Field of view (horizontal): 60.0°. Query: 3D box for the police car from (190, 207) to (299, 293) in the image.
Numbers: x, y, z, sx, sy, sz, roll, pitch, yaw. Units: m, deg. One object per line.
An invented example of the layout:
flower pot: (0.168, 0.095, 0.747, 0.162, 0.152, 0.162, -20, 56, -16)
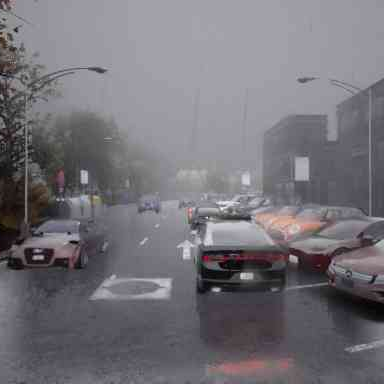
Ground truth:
police car: (1.015, 1.427, 9.026, 1.930, 1.638, 5.238, 0, 0, -1)

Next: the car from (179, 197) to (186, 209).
car: (-0.766, 1.441, 46.848, 2.097, 1.767, 4.553, 0, 0, 0)

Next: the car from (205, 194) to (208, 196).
car: (4.626, 1.446, 46.304, 4.553, 1.767, 2.185, 1, 0, -21)

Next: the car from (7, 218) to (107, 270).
car: (-4.147, 1.567, 10.900, 1.994, 1.385, 4.181, 0, 0, -1)

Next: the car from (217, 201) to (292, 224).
car: (4.737, 1.503, 25.211, 5.366, 1.575, 1.946, 1, 0, -21)

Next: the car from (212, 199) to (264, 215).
car: (4.752, 1.560, 34.271, 4.792, 1.488, 2.163, 1, 0, -21)

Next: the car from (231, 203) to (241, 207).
car: (4.996, 1.538, 19.279, 4.674, 1.452, 2.002, 1, 0, -21)

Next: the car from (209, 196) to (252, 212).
car: (4.655, 1.424, 40.286, 4.553, 1.767, 2.185, 1, 0, -21)

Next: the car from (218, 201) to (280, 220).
car: (4.837, 1.544, 28.271, 4.792, 1.488, 2.163, 1, 0, -21)

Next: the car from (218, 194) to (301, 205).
car: (4.945, 1.251, 22.257, 5.566, 2.045, 2.435, 1, 0, -21)

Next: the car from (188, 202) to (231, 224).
car: (0.854, 1.518, 18.915, 1.837, 1.490, 4.892, 0, 0, -1)

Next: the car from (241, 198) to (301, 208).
car: (5.078, 1.369, 16.284, 4.553, 1.767, 2.185, 1, 0, -21)

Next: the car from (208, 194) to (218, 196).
car: (4.799, 1.270, 31.273, 5.566, 2.045, 2.435, 1, 0, -21)

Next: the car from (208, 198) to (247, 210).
car: (4.640, 1.600, 43.295, 4.674, 1.452, 2.002, 1, 0, -21)

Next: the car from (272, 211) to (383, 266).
car: (5.113, 1.518, 10.262, 4.792, 1.488, 2.163, 1, 0, -21)

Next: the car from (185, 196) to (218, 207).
car: (0.760, 1.373, 24.885, 2.097, 1.767, 4.553, 0, 0, -1)

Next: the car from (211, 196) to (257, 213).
car: (4.701, 1.414, 37.286, 4.553, 1.767, 2.185, 1, 0, -21)

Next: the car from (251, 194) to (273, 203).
car: (16.971, 1.463, 80.560, 2.435, 2.045, 5.566, 0, 0, -22)

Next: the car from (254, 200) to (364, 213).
car: (5.125, 1.366, 13.283, 4.553, 1.767, 2.185, 1, 0, -21)

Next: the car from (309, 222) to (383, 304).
car: (5.193, 1.527, 7.271, 4.674, 1.452, 2.002, 1, 0, -21)

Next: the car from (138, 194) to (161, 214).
car: (-4.613, 1.275, 36.716, 2.150, 2.045, 5.566, 0, 0, -1)
